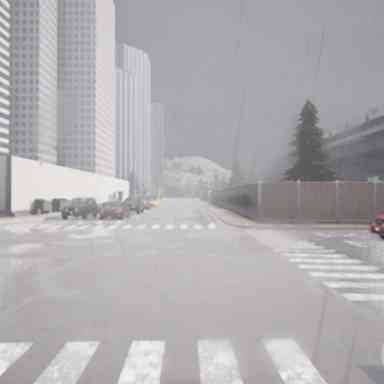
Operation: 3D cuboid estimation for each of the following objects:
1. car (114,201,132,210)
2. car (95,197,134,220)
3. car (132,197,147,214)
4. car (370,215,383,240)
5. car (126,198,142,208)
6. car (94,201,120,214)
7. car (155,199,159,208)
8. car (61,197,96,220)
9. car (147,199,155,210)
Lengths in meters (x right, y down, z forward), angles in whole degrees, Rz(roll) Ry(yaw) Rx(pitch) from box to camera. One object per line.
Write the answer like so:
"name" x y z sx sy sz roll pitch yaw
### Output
"car" -10.772 2.107 52.105 1.895 1.301 4.718 0 -1 0
"car" -7.227 1.658 31.461 2.097 1.767 4.553 0 -1 0
"car" -7.271 1.620 41.039 2.150 2.045 5.566 0 -1 0
"car" 11.658 1.428 16.008 5.566 2.045 2.150 0 -1 0
"car" -10.780 1.953 62.026 2.097 1.767 4.553 0 -1 0
"car" -10.770 1.961 42.533 2.033 1.411 5.357 0 -1 0
"car" -7.264 2.069 61.141 1.882 1.535 5.008 0 -1 0
"car" -10.732 1.537 32.293 2.150 2.045 5.566 0 -1 0
"car" -7.282 2.018 50.798 1.812 1.442 4.674 0 -1 0
